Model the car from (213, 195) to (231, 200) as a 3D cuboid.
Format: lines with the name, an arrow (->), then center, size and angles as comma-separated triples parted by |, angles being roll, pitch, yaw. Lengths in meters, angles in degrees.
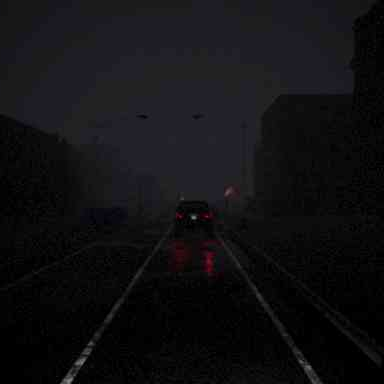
car -> 8.081, 1.522, 90.471 | 4.674, 1.452, 2.002 | 0, 1, -1

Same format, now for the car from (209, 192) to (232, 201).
car -> 7.926, 1.554, 87.711 | 5.366, 1.575, 1.946 | 0, 2, -1

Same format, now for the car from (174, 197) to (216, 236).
car -> 0.081, 1.519, 20.513 | 2.150, 2.045, 5.566 | 0, -1, 0

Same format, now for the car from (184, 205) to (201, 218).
car -> 0.110, 2.202, 39.055 | 1.895, 1.301, 4.718 | 0, -1, 1

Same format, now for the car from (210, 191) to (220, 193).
car -> 8.011, 1.284, 93.220 | 4.553, 1.767, 2.185 | 0, 1, -1
